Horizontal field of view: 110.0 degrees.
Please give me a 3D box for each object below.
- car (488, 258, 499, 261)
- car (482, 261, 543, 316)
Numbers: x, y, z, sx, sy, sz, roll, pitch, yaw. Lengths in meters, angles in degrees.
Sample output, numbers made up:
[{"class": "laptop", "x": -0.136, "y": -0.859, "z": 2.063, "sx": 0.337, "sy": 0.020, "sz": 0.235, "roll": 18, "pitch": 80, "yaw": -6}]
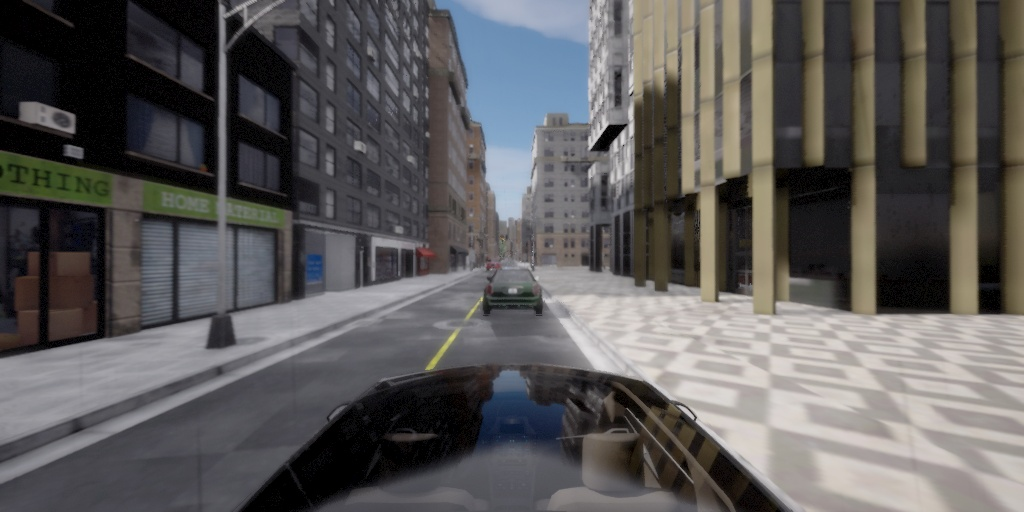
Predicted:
[{"class": "car", "x": -3.024, "y": 1.392, "z": 58.737, "sx": 2.150, "sy": 2.045, "sz": 5.566, "roll": 0, "pitch": -1, "yaw": 0}, {"class": "car", "x": 0.047, "y": 1.201, "z": 14.117, "sx": 2.097, "sy": 1.767, "sz": 4.553, "roll": 0, "pitch": -1, "yaw": 1}]
